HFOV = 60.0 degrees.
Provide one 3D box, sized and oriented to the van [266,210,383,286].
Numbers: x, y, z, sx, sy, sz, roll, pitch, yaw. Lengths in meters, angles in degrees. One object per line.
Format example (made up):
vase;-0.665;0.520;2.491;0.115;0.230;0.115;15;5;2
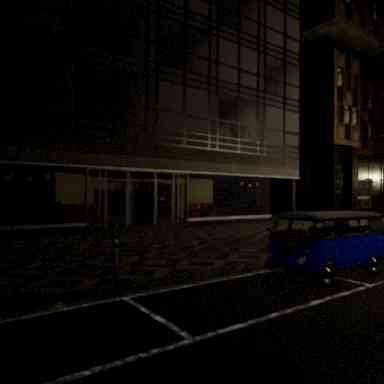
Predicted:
van;3.867;1.427;9.416;3.998;1.788;1.690;1;0;-36
